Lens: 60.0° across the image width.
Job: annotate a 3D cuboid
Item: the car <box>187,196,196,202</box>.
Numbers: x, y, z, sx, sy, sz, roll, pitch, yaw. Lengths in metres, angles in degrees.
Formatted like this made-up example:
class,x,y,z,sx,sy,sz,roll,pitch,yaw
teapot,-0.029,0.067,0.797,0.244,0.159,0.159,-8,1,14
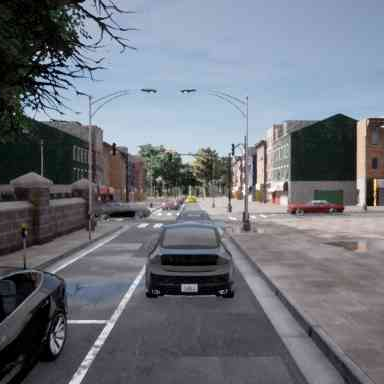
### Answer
class,x,y,z,sx,sy,sz,roll,pitch,yaw
car,-0.103,1.674,82.105,2.033,1.411,5.357,0,0,0

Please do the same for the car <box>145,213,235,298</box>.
class,x,y,z,sx,sy,sz,roll,pitch,yaw
car,-0.033,1.505,8.491,1.837,1.490,4.892,0,0,0

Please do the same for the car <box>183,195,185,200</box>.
class,x,y,z,sx,sy,sz,roll,pitch,yaw
car,-2.726,1.630,63.253,1.887,1.381,4.507,-1,0,0

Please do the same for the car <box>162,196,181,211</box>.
class,x,y,z,sx,sy,sz,roll,pitch,yaw
car,-2.699,1.479,41.515,1.967,1.590,4.097,-1,0,0

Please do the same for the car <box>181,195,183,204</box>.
class,x,y,z,sx,sy,sz,roll,pitch,yaw
car,-2.706,1.489,46.949,1.967,1.590,4.097,-1,0,0

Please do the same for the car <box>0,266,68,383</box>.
class,x,y,z,sx,sy,sz,roll,pitch,yaw
car,-2.648,1.565,3.195,1.947,1.339,4.313,-1,0,0

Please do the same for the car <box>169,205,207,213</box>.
class,x,y,z,sx,sy,sz,roll,pitch,yaw
car,0.079,1.553,15.936,2.033,1.411,5.357,0,0,0

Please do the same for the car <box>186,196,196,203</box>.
class,x,y,z,sx,sy,sz,roll,pitch,yaw
car,-0.079,1.585,71.670,1.882,1.535,5.008,0,0,0

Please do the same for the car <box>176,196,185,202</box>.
class,x,y,z,sx,sy,sz,roll,pitch,yaw
car,-2.746,1.693,79.558,1.947,1.339,4.313,-1,0,0

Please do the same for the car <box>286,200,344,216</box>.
class,x,y,z,sx,sy,sz,roll,pitch,yaw
car,10.920,1.429,29.802,4.718,1.301,1.895,-1,1,0

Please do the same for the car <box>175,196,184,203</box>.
class,x,y,z,sx,sy,sz,roll,pitch,yaw
car,-2.739,1.658,74.123,1.887,1.381,4.507,-1,0,0

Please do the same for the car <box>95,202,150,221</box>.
class,x,y,z,sx,sy,sz,roll,pitch,yaw
car,-6.002,1.586,27.816,4.902,1.511,2.128,-1,1,-15
